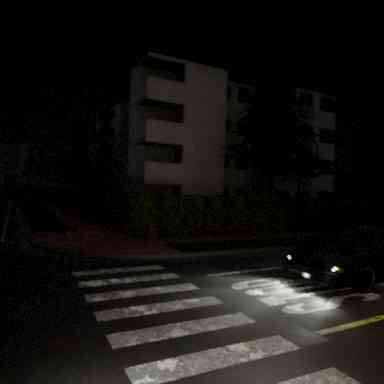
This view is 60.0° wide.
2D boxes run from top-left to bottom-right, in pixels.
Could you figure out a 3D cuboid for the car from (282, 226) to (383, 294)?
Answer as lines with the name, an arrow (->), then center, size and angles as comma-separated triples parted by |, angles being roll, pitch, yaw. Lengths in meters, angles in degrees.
car -> 5.082, 1.676, 9.202 | 5.357, 1.411, 2.033 | 2, 0, -28
